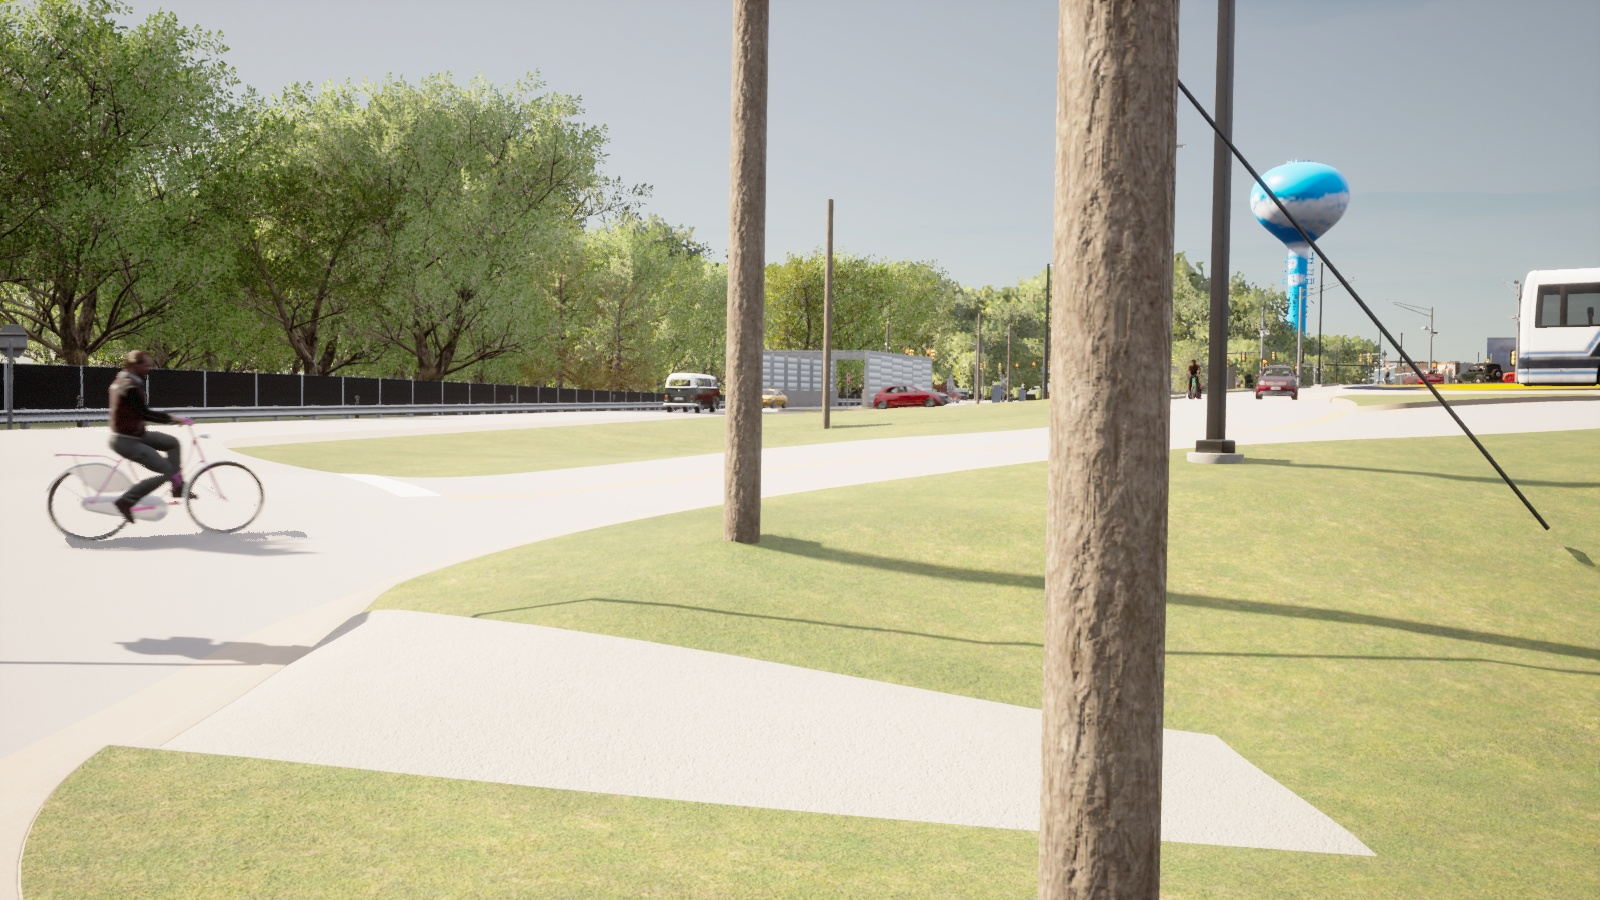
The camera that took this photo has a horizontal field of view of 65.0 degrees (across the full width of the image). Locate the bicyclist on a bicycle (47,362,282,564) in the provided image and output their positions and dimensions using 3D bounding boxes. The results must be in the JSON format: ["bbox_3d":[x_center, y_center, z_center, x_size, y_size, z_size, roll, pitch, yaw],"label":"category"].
[{"bbox_3d":[-5.942,0.065,11.806,1.843,1.776,0.659,-3,5,-36],"label":"bicyclist on a bicycle"}]

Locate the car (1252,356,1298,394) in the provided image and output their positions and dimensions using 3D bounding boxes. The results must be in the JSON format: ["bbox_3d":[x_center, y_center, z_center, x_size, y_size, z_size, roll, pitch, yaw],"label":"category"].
[{"bbox_3d":[20.470,-3.206,54.029,1.789,1.549,3.705,1,3,22],"label":"car"}]

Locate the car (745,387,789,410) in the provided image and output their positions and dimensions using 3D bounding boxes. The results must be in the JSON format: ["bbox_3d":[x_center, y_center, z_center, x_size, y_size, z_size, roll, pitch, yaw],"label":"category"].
[{"bbox_3d":[-2.379,-3.819,92.862,1.801,1.575,5.366,0,3,15],"label":"car"}]

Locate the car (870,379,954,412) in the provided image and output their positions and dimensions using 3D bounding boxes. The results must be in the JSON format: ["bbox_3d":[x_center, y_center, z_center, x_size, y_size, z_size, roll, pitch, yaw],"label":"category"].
[{"bbox_3d":[6.220,-3.025,69.549,4.193,1.474,1.816,-3,2,24],"label":"car"}]

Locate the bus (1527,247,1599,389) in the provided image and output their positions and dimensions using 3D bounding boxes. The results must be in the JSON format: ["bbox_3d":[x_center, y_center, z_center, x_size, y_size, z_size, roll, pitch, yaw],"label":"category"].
[{"bbox_3d":[28.504,-4.153,38.779,10.273,4.253,3.944,0,1,33],"label":"bus"}]

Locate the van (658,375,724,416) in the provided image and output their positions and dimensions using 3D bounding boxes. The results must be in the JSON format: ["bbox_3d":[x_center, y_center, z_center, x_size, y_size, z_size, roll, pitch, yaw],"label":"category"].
[{"bbox_3d":[-5.601,-2.844,65.225,2.069,2.038,4.480,0,3,14],"label":"van"}]
